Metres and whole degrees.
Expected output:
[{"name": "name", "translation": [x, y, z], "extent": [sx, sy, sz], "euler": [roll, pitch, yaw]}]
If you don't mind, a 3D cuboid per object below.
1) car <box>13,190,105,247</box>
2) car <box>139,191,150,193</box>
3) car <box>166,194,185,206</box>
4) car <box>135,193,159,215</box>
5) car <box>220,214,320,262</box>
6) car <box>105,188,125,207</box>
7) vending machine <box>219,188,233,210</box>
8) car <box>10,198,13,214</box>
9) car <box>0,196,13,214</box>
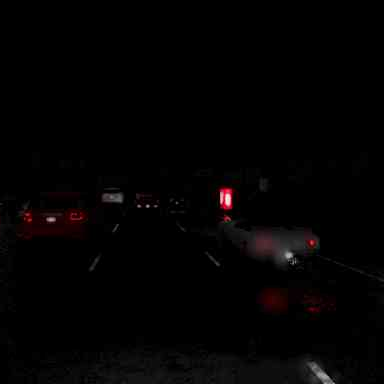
[{"name": "car", "translation": [-5.188, 0.981, 13.962], "extent": [2.150, 2.045, 5.566], "euler": [0, 1, -8]}, {"name": "car", "translation": [-6.230, 0.607, 43.687], "extent": [2.097, 1.767, 4.553], "euler": [0, 1, -9]}, {"name": "car", "translation": [-2.060, 0.921, 39.641], "extent": [1.895, 1.301, 4.718], "euler": [0, 1, -9]}, {"name": "car", "translation": [-3.717, 1.075, 27.510], "extent": [2.033, 1.411, 5.357], "euler": [0, 1, -9]}, {"name": "car", "translation": [2.307, 1.404, 11.332], "extent": [1.895, 1.301, 4.718], "euler": [0, 1, -8]}, {"name": "car", "translation": [-8.795, 0.576, 37.390], "extent": [2.150, 2.045, 5.566], "euler": [0, 0, -9]}, {"name": "vending machine", "translation": [3.234, 0.655, 31.398], "extent": [1.100, 2.100, 0.880], "euler": [0, 1, -9]}, {"name": "car", "translation": [-9.939, 1.151, 21.900], "extent": [1.812, 1.442, 4.674], "euler": [0, 1, -9]}, {"name": "car", "translation": [-14.159, 1.028, 26.307], "extent": [1.882, 1.535, 5.008], "euler": [0, 1, -9]}]
